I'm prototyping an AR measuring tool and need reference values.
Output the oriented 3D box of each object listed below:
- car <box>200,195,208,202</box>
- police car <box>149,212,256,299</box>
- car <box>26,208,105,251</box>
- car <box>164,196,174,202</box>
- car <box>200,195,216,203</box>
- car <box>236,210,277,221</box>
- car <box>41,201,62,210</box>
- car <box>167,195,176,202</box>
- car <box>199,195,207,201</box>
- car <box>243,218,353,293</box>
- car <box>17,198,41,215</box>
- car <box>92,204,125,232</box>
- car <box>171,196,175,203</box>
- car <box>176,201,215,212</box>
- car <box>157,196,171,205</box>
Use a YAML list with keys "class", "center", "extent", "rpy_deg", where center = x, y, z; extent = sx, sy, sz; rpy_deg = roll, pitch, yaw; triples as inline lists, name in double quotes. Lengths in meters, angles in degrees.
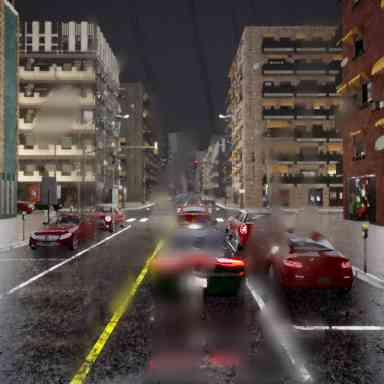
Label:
- class: "car"
  center: [2.834, 1.557, 80.594]
  extent: [1.887, 1.381, 4.507]
  rpy_deg: [1, 0, 0]
- class: "police car"
  center: [0.124, 1.507, 8.575]
  extent: [2.038, 1.542, 4.974]
  rpy_deg: [0, 0, 0]
- class: "car"
  center: [-5.267, 1.585, 14.144]
  extent: [1.802, 1.307, 4.206]
  rpy_deg: [1, 0, 0]
- class: "car"
  center: [-5.065, 1.578, 74.919]
  extent: [1.947, 1.339, 4.313]
  rpy_deg: [1, 0, 0]
- class: "car"
  center: [2.742, 1.560, 52.240]
  extent: [2.008, 1.369, 4.403]
  rpy_deg: [1, 0, 0]
- class: "car"
  center: [2.620, 1.444, 14.141]
  extent: [1.967, 1.590, 4.097]
  rpy_deg: [1, 0, 0]
- class: "car"
  center: [-17.498, 1.591, 39.120]
  extent: [4.313, 1.339, 1.947]
  rpy_deg: [0, -1, 0]
- class: "car"
  center: [-5.047, 1.557, 80.590]
  extent: [1.887, 1.381, 4.507]
  rpy_deg: [1, 0, 0]
- class: "car"
  center: [2.852, 1.564, 86.265]
  extent: [2.008, 1.369, 4.403]
  rpy_deg: [1, 0, 0]
- class: "car"
  center: [2.600, 1.584, 8.592]
  extent: [1.802, 1.307, 4.206]
  rpy_deg: [1, 0, 0]
- class: "car"
  center: [-17.462, 1.241, 31.244]
  extent: [5.009, 1.841, 2.192]
  rpy_deg: [0, -1, 0]
- class: "car"
  center: [-5.251, 1.445, 19.693]
  extent: [1.967, 1.590, 4.097]
  rpy_deg: [1, 0, 0]
- class: "car"
  center: [-5.084, 1.537, 69.078]
  extent: [1.752, 1.417, 4.829]
  rpy_deg: [1, 0, 0]
- class: "car"
  center: [0.125, 1.482, 19.036]
  extent: [1.882, 1.535, 5.008]
  rpy_deg: [0, 0, 0]
- class: "car"
  center: [-5.120, 1.536, 57.736]
  extent: [1.752, 1.417, 4.829]
  rpy_deg: [1, 0, 0]
